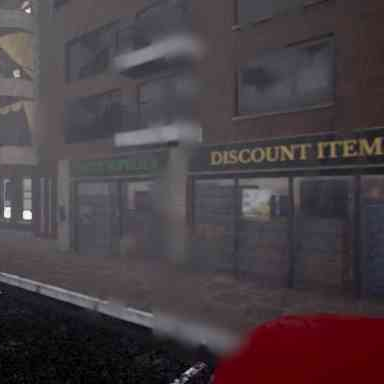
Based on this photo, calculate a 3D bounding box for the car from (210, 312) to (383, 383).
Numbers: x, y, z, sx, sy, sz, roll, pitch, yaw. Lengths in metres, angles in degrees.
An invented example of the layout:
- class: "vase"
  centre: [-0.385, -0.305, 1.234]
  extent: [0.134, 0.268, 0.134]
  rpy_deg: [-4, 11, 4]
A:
- class: "car"
  centre: [2.310, 1.310, 1.227]
  extent: [5.009, 1.841, 2.192]
  rpy_deg: [0, 0, 36]
